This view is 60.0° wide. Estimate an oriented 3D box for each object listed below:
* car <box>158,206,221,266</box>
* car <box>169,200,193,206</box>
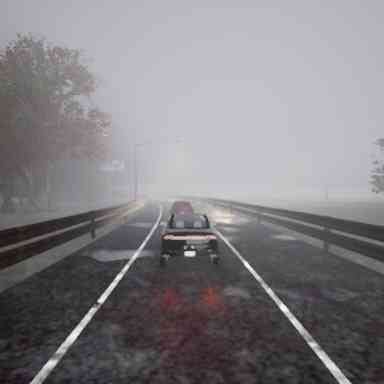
[{"bbox_3d":[-0.115,1.473,11.534,2.128,1.511,4.902,0,0,-1],"label":"car"},{"bbox_3d":[-0.892,1.439,28.439,1.882,1.535,5.008,0,0,-3],"label":"car"}]
